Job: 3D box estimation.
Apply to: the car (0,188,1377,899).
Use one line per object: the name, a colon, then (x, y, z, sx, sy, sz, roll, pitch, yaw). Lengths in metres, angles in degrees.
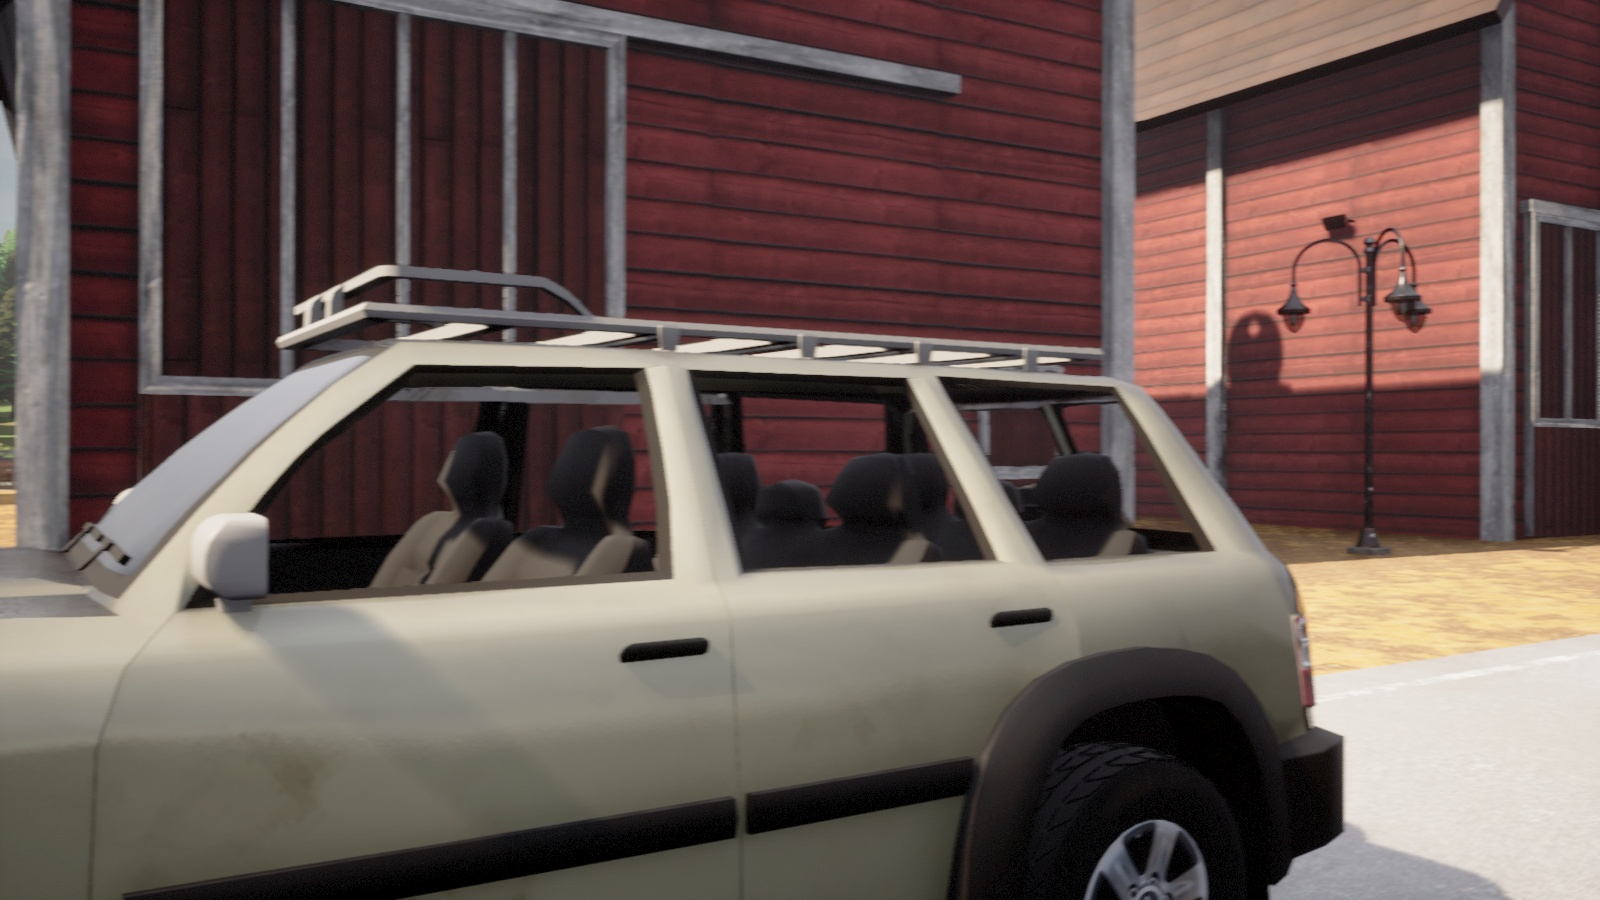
car: (-0.890, 0.569, 3.008, 4.605, 1.855, 1.932, 0, 0, -32)
